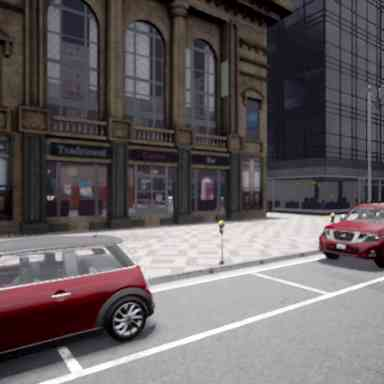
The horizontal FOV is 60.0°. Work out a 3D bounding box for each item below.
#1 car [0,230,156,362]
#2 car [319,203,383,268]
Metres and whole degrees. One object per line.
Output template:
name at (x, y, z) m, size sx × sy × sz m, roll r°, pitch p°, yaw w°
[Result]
car at (-2.680, 1.440, 4.854) m, size 4.097 × 1.590 × 1.967 m, roll 0°, pitch 0°, yaw -35°
car at (6.506, 1.314, 11.400) m, size 5.009 × 1.841 × 2.192 m, roll 0°, pitch 0°, yaw -35°
